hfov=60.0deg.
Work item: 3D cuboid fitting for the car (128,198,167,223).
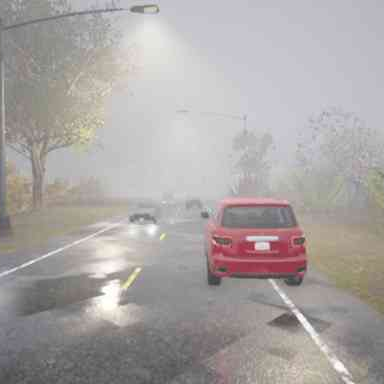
[{"bbox_3d":[-3.252,1.381,24.079,2.033,1.411,5.357,0,0,0],"label":"car"}]

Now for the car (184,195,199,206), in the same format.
[{"bbox_3d":[-0.164,1.170,48.982,2.033,1.411,5.357,0,1,-2],"label":"car"}]

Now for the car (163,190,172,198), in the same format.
[{"bbox_3d":[-6.179,0.499,84.081,2.150,2.045,5.566,0,1,-6],"label":"car"}]

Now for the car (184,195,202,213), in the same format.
[{"bbox_3d":[0.211,1.215,38.627,1.837,1.490,4.892,0,0,-2],"label":"car"}]

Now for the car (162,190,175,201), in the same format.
[{"bbox_3d":[-4.658,0.691,65.651,2.150,2.045,5.566,0,1,-3],"label":"car"}]

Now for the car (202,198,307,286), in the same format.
[{"bbox_3d":[1.465,1.161,9.359,2.150,2.045,5.566,0,0,1],"label":"car"}]
